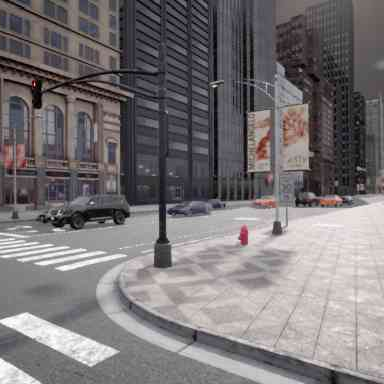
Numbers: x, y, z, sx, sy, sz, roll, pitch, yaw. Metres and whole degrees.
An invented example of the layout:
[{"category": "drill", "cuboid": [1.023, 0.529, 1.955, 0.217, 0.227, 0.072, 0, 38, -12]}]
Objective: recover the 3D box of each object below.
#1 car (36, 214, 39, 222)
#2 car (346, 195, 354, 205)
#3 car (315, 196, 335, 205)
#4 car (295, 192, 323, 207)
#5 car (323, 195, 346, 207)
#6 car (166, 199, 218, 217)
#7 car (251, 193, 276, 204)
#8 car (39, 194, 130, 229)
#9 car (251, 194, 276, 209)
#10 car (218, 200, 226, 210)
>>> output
[{"category": "car", "cuboid": [-8.875, 1.551, 23.886, 1.994, 1.385, 4.181, -1, 0, 35]}, {"category": "car", "cuboid": [25.281, 1.332, 54.740, 1.837, 1.490, 4.892, -1, 0, 35]}, {"category": "car", "cuboid": [22.851, 1.398, 56.930, 2.033, 1.411, 5.357, -1, 0, 35]}, {"category": "car", "cuboid": [16.758, 1.083, 48.374, 2.150, 2.045, 5.566, -1, 0, 36]}, {"category": "car", "cuboid": [19.897, 1.189, 47.174, 2.097, 1.767, 4.553, -1, 0, 36]}, {"category": "car", "cuboid": [-0.074, 1.484, 30.652, 2.033, 1.411, 5.357, -1, 0, 35]}, {"category": "car", "cuboid": [11.223, 1.003, 51.972, 1.882, 1.535, 5.008, -1, 0, 35]}, {"category": "car", "cuboid": [-6.519, 1.187, 21.598, 2.150, 2.045, 5.566, -1, 0, 35]}, {"category": "car", "cuboid": [9.627, 1.250, 44.229, 2.097, 1.767, 4.553, -1, 0, 36]}, {"category": "car", "cuboid": [2.131, 1.542, 39.349, 1.895, 1.301, 4.718, -1, 0, 36]}]
